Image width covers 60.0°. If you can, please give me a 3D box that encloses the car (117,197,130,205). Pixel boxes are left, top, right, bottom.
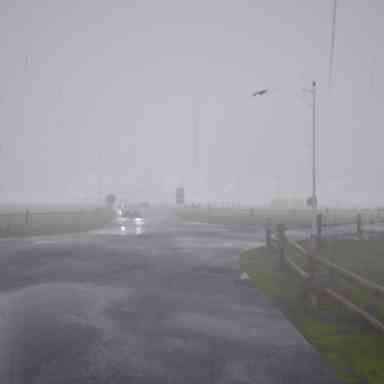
[{"bbox_3d":[-15.571,2.061,75.622,2.097,1.767,4.553,0,0,-23],"label":"car"}]

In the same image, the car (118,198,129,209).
[{"bbox_3d":[-8.730,1.959,45.765,1.882,1.535,5.008,0,-1,-14],"label":"car"}]

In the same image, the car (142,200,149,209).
[{"bbox_3d":[-8.344,2.042,55.549,1.882,1.535,5.008,0,0,-16],"label":"car"}]

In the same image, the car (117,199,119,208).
[{"bbox_3d":[-11.503,2.056,55.898,2.128,1.511,4.902,0,0,-17],"label":"car"}]

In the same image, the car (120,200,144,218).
[{"bbox_3d":[-6.341,1.889,34.821,1.837,1.490,4.892,0,-1,-11],"label":"car"}]
